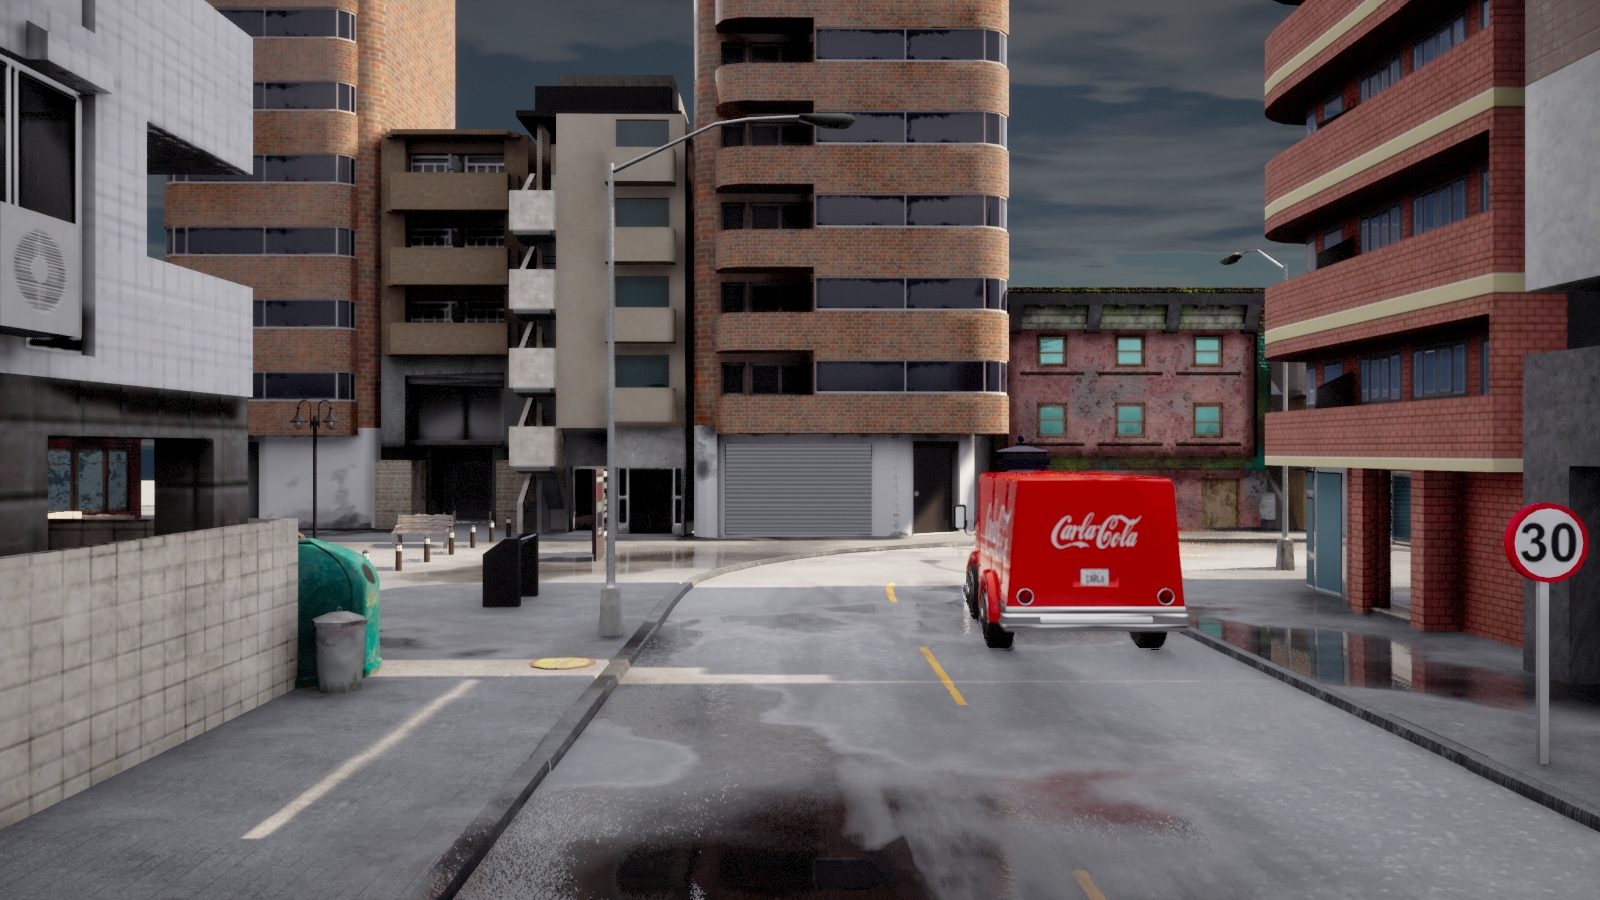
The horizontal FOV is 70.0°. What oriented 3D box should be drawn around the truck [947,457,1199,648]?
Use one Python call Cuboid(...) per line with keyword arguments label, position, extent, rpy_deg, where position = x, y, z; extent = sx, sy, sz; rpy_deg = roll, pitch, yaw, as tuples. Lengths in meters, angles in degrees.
Cuboid(label="truck", position=(3.871, 1.349, 17.387), extent=(2.627, 2.467, 5.204), rpy_deg=(0, 0, 1))
